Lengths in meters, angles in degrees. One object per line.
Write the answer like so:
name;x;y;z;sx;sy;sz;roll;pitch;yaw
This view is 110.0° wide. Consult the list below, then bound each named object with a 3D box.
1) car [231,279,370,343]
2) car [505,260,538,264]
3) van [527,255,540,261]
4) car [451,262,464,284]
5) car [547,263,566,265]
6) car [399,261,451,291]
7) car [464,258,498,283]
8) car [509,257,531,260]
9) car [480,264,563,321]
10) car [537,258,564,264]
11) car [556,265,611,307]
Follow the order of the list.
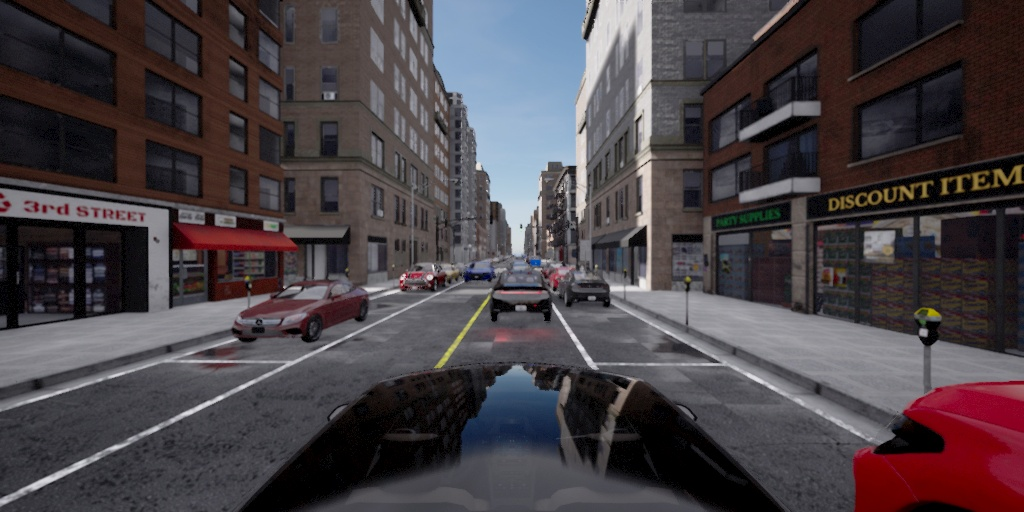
car;-5.249;1.303;9.574;1.802;1.307;4.207;0;0;1
car;0.548;1.194;23.922;1.812;1.442;4.674;0;0;1
van;3.822;0.879;58.556;1.690;1.789;3.998;0;0;1
car;-4.900;1.186;25.955;1.751;1.417;4.829;0;0;1
car;3.010;1.263;20.445;1.802;1.307;4.207;0;0;1
car;-5.014;1.120;20.609;1.967;1.591;4.097;0;0;1
car;-2.321;1.136;26.640;1.882;1.535;5.008;0;0;2
car;0.728;1.145;37.057;1.812;1.442;4.674;0;0;1
car;0.299;1.203;12.222;2.128;1.511;4.902;0;0;1
car;3.127;1.100;25.963;1.967;1.591;4.097;0;0;1
car;2.892;1.252;14.928;2.007;1.370;4.403;0;0;1
